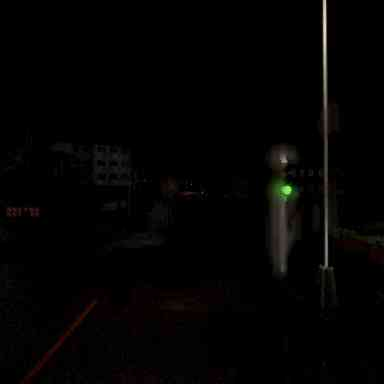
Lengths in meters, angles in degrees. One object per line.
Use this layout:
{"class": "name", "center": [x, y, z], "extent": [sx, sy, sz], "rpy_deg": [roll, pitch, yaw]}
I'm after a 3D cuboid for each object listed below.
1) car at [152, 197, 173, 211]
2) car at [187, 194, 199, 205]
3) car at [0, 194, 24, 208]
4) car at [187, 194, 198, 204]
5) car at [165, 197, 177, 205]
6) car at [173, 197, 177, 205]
{"class": "car", "center": [-4.029, 1.632, 42.894], "extent": [2.128, 1.511, 4.902], "rpy_deg": [0, 0, 0]}
{"class": "car", "center": [0.203, 1.557, 62.456], "extent": [2.097, 1.767, 4.553], "rpy_deg": [0, 0, 0]}
{"class": "car", "center": [-19.701, 1.100, 34.816], "extent": [1.905, 1.878, 3.866], "rpy_deg": [0, 0, 35]}
{"class": "car", "center": [0.122, 1.465, 73.024], "extent": [2.150, 2.045, 5.566], "rpy_deg": [0, 0, 0]}
{"class": "car", "center": [-3.951, 1.684, 63.032], "extent": [1.882, 1.535, 5.008], "rpy_deg": [0, 0, 0]}
{"class": "car", "center": [-4.006, 1.665, 52.857], "extent": [2.128, 1.511, 4.902], "rpy_deg": [0, 0, 0]}
